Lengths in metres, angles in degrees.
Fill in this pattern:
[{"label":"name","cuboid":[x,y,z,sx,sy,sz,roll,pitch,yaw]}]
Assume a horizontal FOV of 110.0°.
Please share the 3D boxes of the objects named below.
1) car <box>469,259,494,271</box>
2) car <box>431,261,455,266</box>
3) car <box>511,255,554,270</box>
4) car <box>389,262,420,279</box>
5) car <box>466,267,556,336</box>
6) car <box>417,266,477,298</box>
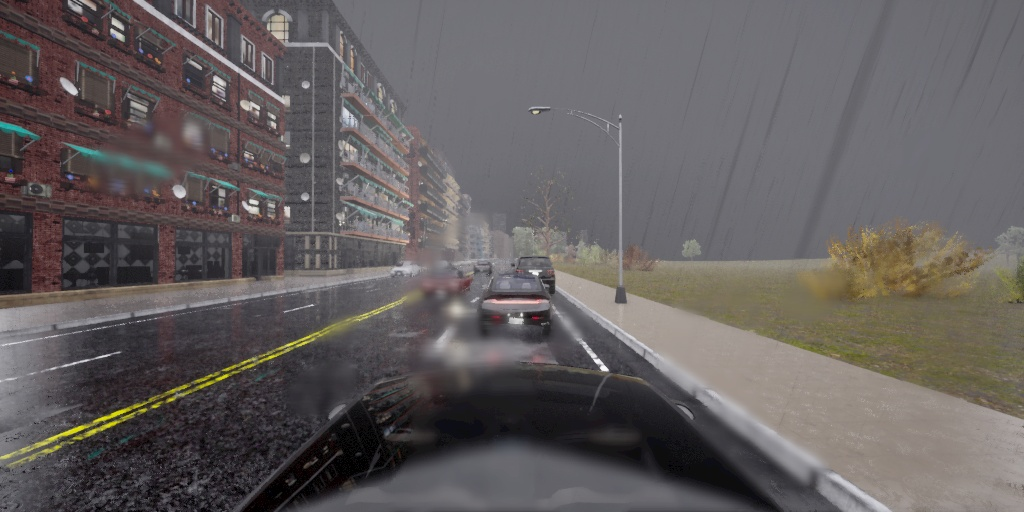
[{"label":"car","cuboid":[-3.123,1.244,39.455,2.128,1.511,4.902,0,0,0]},{"label":"car","cuboid":[-6.578,1.229,34.256,1.882,1.535,5.008,0,0,0]},{"label":"car","cuboid":[1.151,0.977,20.268,2.150,2.045,5.566,0,0,0]},{"label":"car","cuboid":[-9.814,1.277,33.397,1.812,1.442,4.674,0,0,0]},{"label":"car","cuboid":[0.107,1.243,10.399,2.128,1.511,4.902,0,0,0]},{"label":"car","cuboid":[-3.141,1.353,18.284,1.895,1.301,4.718,0,0,0]}]
